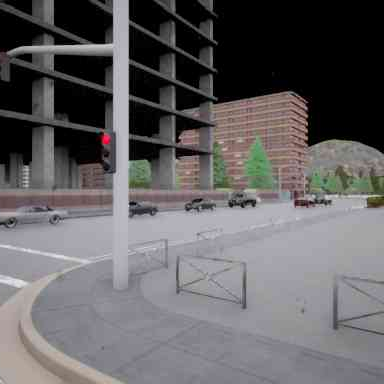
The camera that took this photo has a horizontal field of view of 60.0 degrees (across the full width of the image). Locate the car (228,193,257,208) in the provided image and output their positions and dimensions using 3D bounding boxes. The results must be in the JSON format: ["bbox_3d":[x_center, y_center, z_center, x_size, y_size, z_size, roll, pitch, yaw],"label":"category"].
[{"bbox_3d":[7.251,1.166,47.155,2.150,2.045,5.566,0,0,35],"label":"car"}]

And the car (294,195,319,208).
[{"bbox_3d":[16.033,1.422,47.183,1.882,1.535,5.008,0,0,35],"label":"car"}]

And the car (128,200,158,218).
[{"bbox_3d":[-4.976,1.470,29.984,1.812,1.442,4.674,0,0,36],"label":"car"}]

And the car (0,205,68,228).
[{"bbox_3d":[-10.755,1.545,21.855,1.895,1.301,4.718,0,0,35],"label":"car"}]

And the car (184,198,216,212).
[{"bbox_3d":[1.023,1.449,38.446,1.837,1.490,4.892,0,0,35],"label":"car"}]

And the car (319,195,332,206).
[{"bbox_3d":[21.736,1.297,55.218,2.097,1.767,4.553,0,0,35],"label":"car"}]
